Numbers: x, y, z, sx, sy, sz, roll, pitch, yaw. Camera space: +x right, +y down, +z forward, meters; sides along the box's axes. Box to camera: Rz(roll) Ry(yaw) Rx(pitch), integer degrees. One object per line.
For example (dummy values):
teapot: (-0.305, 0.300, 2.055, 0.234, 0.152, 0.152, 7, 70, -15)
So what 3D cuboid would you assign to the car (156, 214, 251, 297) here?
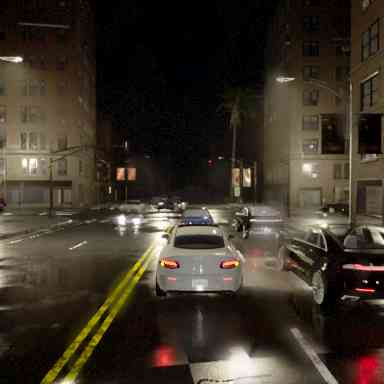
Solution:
car: (0.163, 1.524, 8.458, 1.812, 1.442, 4.674, 0, 0, 0)

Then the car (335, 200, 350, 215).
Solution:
car: (16.453, 1.762, 31.600, 4.313, 1.339, 1.947, 0, 0, 1)

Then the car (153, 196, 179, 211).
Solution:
car: (-3.028, 1.502, 39.650, 2.033, 1.411, 5.357, 1, 0, 0)

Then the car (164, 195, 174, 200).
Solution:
car: (-5.854, 1.386, 84.967, 1.994, 1.385, 4.181, 0, 0, 0)

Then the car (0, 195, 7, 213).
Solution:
car: (-20.687, 1.345, 31.986, 5.008, 1.535, 1.882, 0, 1, -8)

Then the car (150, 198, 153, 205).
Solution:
car: (-6.145, 1.539, 57.885, 2.033, 1.411, 5.357, 0, 0, 1)

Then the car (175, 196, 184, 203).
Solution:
car: (-2.701, 1.577, 72.386, 1.895, 1.301, 4.718, 0, 0, 0)

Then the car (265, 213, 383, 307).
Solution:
car: (3.388, 1.490, 7.913, 2.128, 1.511, 4.902, 0, 0, 1)

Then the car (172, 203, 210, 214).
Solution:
car: (0.235, 1.544, 17.912, 2.033, 1.411, 5.357, 0, 0, 0)

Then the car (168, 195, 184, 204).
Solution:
car: (-2.864, 1.538, 60.579, 2.033, 1.411, 5.357, 0, 0, 1)

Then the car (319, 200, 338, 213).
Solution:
car: (17.018, 1.593, 37.544, 5.008, 1.535, 1.882, 0, 1, 1)

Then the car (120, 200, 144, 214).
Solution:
car: (-6.318, 1.559, 35.375, 1.895, 1.301, 4.718, 1, 1, 0)

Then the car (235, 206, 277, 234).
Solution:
car: (3.380, 1.488, 17.221, 2.128, 1.511, 4.902, 0, 0, 0)
